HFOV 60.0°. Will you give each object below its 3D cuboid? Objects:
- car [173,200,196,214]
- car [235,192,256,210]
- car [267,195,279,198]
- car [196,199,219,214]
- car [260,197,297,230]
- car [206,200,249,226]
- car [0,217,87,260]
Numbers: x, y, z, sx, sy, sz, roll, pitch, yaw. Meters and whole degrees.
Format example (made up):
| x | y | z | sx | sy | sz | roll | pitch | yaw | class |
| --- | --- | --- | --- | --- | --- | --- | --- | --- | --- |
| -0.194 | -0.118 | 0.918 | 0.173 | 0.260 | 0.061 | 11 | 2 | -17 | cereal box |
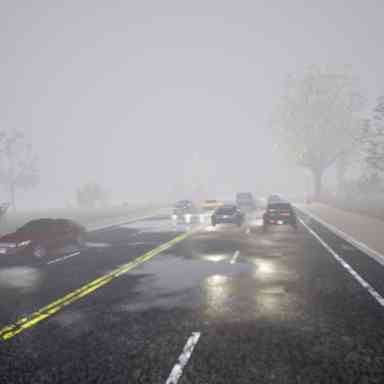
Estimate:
| x | y | z | sx | sy | sz | roll | pitch | yaw | class |
| --- | --- | --- | --- | --- | --- | --- | --- | --- | --- |
| -0.765 | 1.652 | 37.967 | 1.837 | 1.490 | 4.892 | -3 | -1 | 14 | car |
| 6.361 | 1.030 | 39.488 | 2.150 | 2.045 | 5.566 | -3 | 0 | 13 | car |
| 10.109 | 1.141 | 41.200 | 1.837 | 1.490 | 4.892 | -3 | 0 | 13 | car |
| 2.219 | 1.476 | 36.493 | 1.882 | 1.535 | 5.008 | -3 | 0 | 14 | car |
| 5.143 | 1.322 | 19.727 | 1.837 | 1.490 | 4.892 | -3 | 0 | 13 | car |
| 2.545 | 1.513 | 22.919 | 1.994 | 1.385 | 4.181 | -3 | 0 | 13 | car |
| -6.295 | 1.869 | 14.296 | 1.812 | 1.442 | 4.674 | -3 | 0 | 13 | car |
